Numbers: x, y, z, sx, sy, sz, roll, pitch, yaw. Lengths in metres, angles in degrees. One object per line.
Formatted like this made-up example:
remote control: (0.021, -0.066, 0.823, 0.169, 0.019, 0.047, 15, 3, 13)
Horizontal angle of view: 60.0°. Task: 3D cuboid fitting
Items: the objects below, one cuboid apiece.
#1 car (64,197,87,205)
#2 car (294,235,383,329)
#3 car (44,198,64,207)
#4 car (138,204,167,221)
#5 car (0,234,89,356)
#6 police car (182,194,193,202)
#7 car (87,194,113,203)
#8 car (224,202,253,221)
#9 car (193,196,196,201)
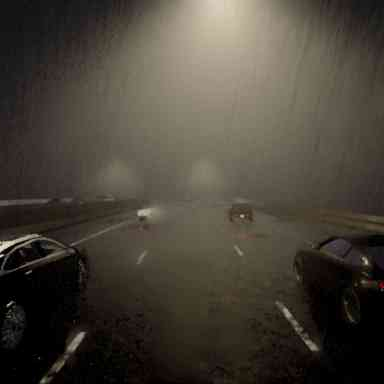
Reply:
car: (-16.827, 1.509, 49.846, 2.097, 1.767, 4.553, 0, 0, 2)
car: (3.626, 1.581, 6.994, 1.994, 1.385, 4.181, 0, 0, 0)
car: (-20.325, 1.681, 49.836, 1.812, 1.442, 4.674, 0, 0, 2)
car: (-3.164, 1.678, 27.543, 1.895, 1.301, 4.718, 0, 0, 1)
car: (-3.378, 1.504, 6.049, 2.128, 1.511, 4.902, 0, 0, 0)
police car: (-1.412, 1.855, 84.323, 2.038, 1.542, 4.974, 0, 0, 3)
car: (-13.348, 1.380, 49.625, 2.150, 2.045, 5.566, 0, 0, 2)
car: (3.840, 1.585, 27.620, 1.837, 1.490, 4.892, 0, 0, 1)
car: (-0.836, 1.638, 95.307, 2.150, 2.045, 5.566, 0, 0, 3)
